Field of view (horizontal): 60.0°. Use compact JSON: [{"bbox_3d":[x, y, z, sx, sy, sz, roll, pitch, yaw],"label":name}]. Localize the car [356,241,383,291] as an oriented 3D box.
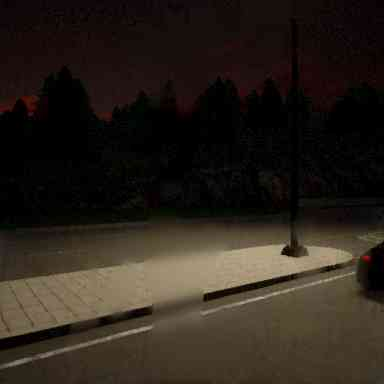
[{"bbox_3d":[5.723,1.563,7.824,4.181,1.385,1.994,0,0,-35],"label":"car"}]
